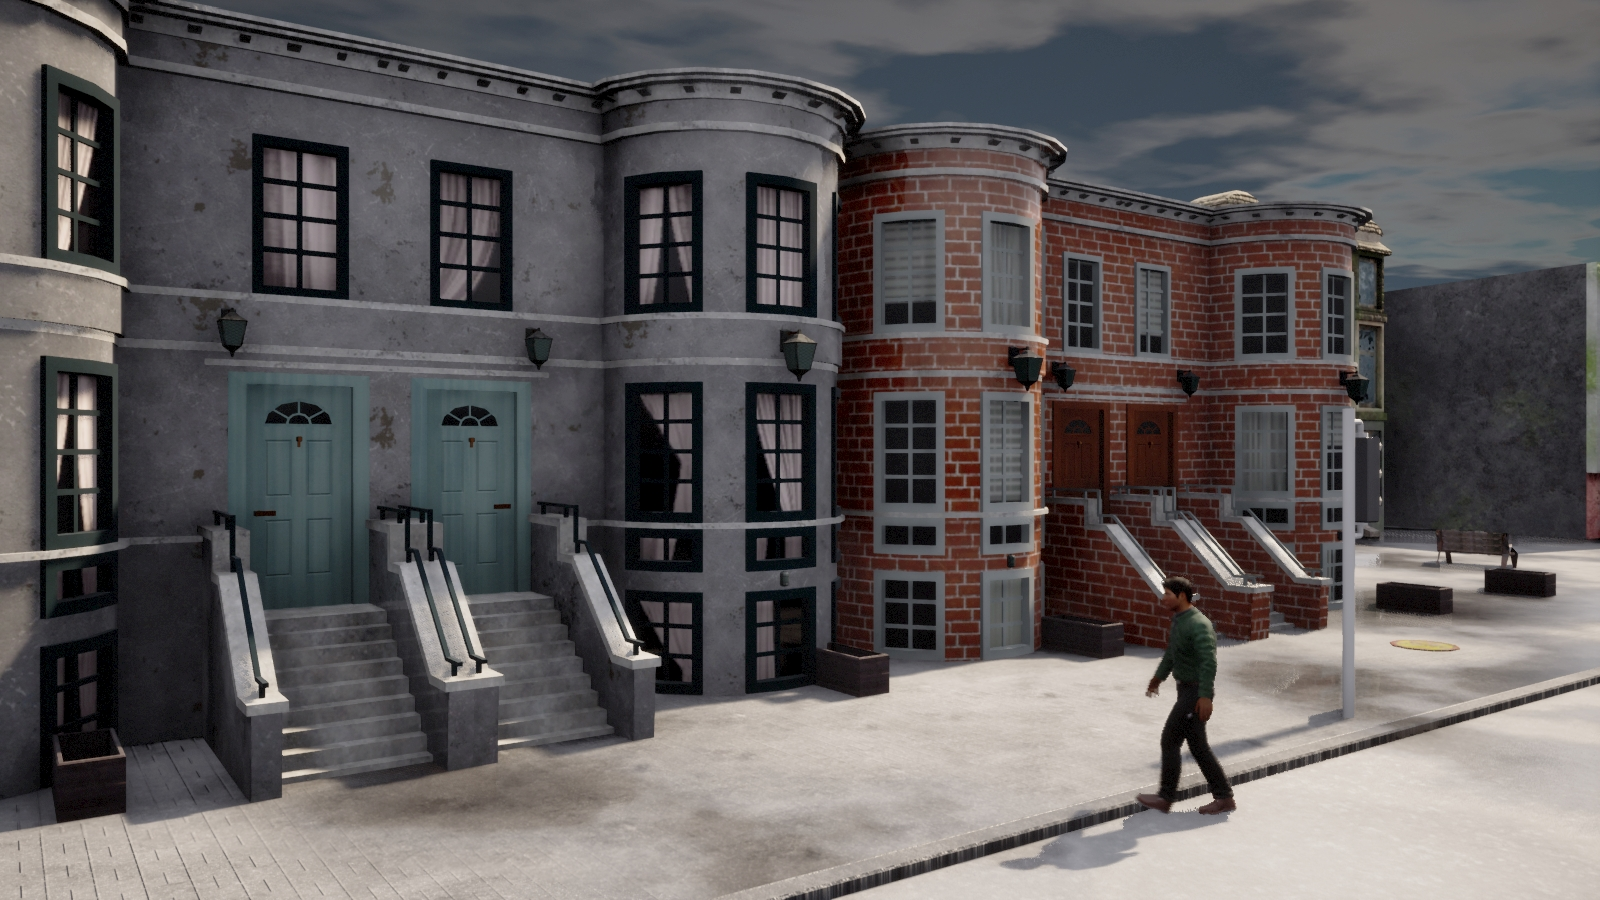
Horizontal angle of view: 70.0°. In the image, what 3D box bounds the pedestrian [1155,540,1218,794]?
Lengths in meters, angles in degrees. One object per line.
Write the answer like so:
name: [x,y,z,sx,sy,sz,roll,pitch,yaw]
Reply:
pedestrian: [2.936,1.629,8.703,0.375,1.860,0.375,0,0,5]
